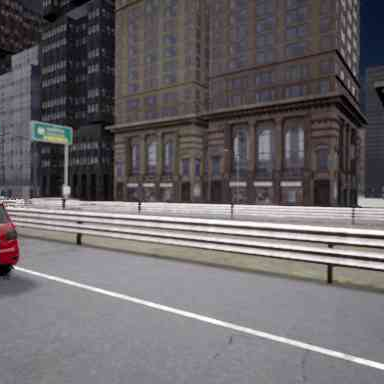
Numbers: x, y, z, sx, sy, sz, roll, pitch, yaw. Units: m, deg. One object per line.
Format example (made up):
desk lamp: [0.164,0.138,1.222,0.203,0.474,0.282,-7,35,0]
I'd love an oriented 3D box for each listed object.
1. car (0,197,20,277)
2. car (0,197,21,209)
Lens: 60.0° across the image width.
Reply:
car: [-6.816,1.185,8.859,5.566,2.045,2.150,0,0,36]
car: [-26.594,1.510,46.363,4.902,1.511,2.128,0,0,18]
